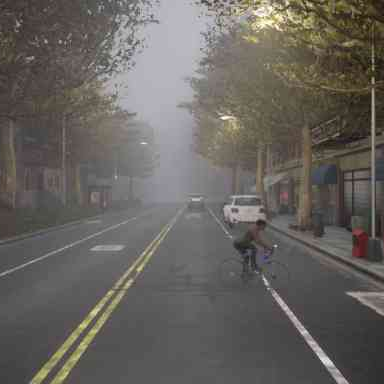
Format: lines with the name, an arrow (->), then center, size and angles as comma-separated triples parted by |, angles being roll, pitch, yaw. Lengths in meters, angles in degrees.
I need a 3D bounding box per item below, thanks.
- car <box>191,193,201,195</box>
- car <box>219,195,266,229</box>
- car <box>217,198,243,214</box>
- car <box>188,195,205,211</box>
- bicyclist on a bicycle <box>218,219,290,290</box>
car -> 0.617, 1.221, 50.859 | 2.150, 2.045, 5.566 | 0, 0, 1
car -> 3.290, 1.229, 21.672 | 2.435, 2.045, 5.566 | 0, 0, 1
car -> 4.040, 1.481, 36.030 | 2.231, 1.521, 4.892 | 0, 0, 1
car -> 0.537, 1.491, 40.428 | 2.128, 1.511, 4.902 | 0, 0, 1
bicyclist on a bicycle -> 1.437, 1.451, 7.772 | 1.656, 1.620, 0.582 | 1, 0, 15
